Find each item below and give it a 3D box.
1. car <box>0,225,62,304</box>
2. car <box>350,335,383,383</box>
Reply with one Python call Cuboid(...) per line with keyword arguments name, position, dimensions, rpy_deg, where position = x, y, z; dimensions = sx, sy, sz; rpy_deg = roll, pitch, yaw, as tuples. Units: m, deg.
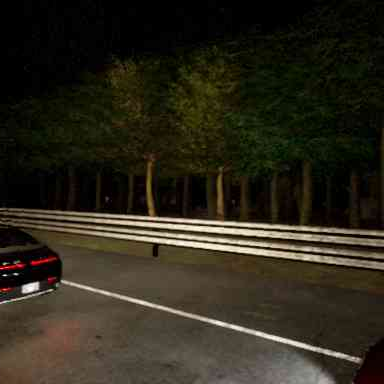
Cuboid(name="car", position=(-4.901, 1.489, 7.463), dimensions=(4.892, 1.490, 1.837), rpy_deg=(0, 0, 35))
Cuboid(name="car", position=(3.069, 1.566, 1.808), dimensions=(4.181, 1.385, 1.994), rpy_deg=(0, 0, 35))
